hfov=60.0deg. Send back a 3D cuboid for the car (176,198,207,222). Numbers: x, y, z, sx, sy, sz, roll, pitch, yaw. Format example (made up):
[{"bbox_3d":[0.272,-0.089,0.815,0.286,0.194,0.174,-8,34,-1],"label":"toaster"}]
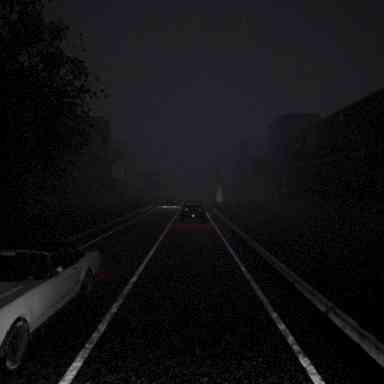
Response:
[{"bbox_3d":[0.098,1.446,25.998,2.128,1.511,4.902,0,0,0],"label":"car"}]

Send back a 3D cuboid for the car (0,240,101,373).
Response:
[{"bbox_3d":[-3.100,1.602,5.752,1.895,1.301,4.718,0,0,0],"label":"car"}]

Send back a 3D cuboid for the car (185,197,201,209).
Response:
[{"bbox_3d":[0.099,1.416,43.031,1.895,1.301,4.718,0,1,0],"label":"car"}]

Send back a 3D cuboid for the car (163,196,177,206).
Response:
[{"bbox_3d":[-3.079,1.300,48.684,2.033,1.411,5.357,0,1,0],"label":"car"}]
